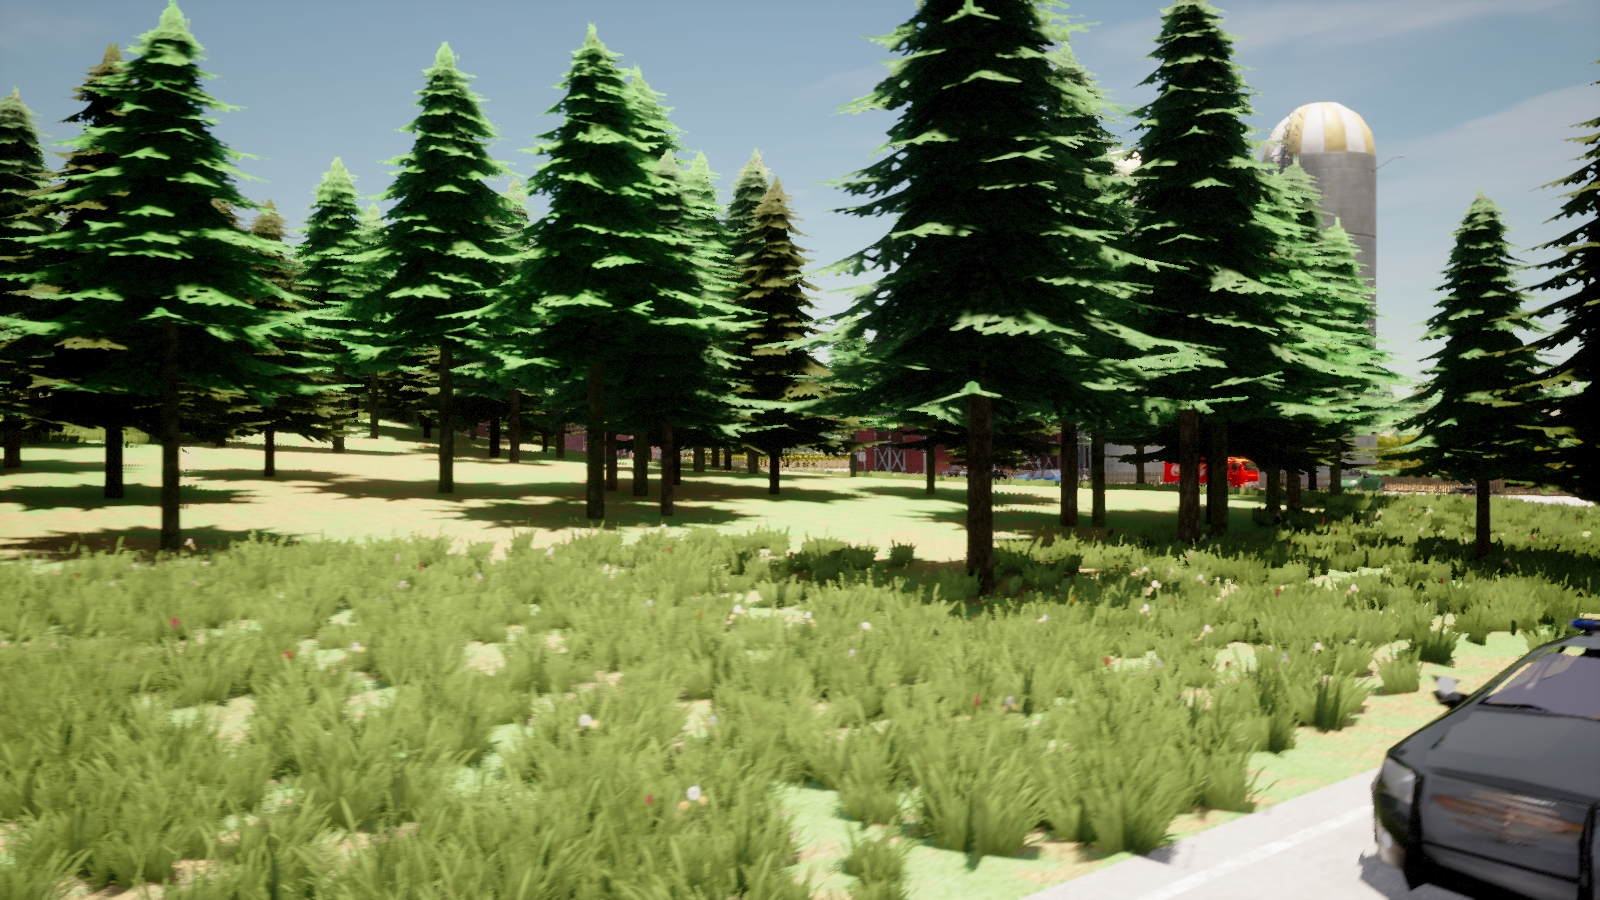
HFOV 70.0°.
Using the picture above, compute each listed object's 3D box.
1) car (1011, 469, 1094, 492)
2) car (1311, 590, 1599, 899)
[{"bbox_3d":[16.788,1.988,76.263,2.033,1.411,5.357,0,0,-38],"label":"car"},{"bbox_3d":[5.836,2.039,8.017,4.974,1.542,2.038,0,0,-38],"label":"car"}]
